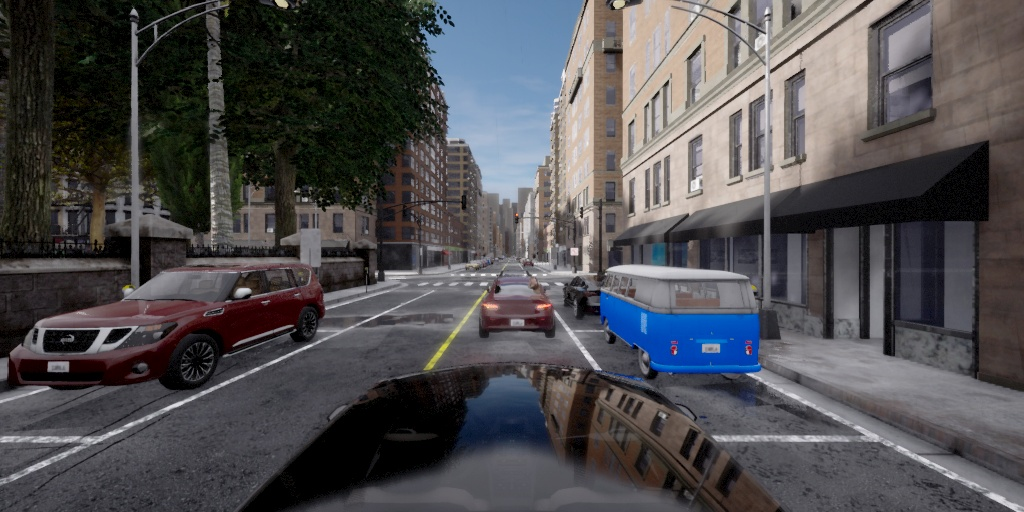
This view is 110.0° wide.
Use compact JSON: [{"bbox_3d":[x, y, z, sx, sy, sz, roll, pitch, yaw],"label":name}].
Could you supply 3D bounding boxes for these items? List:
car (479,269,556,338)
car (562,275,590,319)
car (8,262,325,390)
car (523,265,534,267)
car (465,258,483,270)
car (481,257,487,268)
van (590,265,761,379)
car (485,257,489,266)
[{"bbox_3d":[0.127,1.274,10.048,1.812,1.442,4.674,0,0,0],"label":"car"},{"bbox_3d":[2.886,1.313,12.667,1.948,1.339,4.313,0,0,0],"label":"car"},{"bbox_3d":[-5.654,1.064,6.989,2.192,1.841,5.009,0,0,0],"label":"car"},{"bbox_3d":[0.121,1.345,18.870,1.895,1.301,4.718,0,0,-1],"label":"car"},{"bbox_3d":[-5.539,1.248,50.508,1.751,1.417,4.829,0,0,0],"label":"car"},{"bbox_3d":[-5.524,1.271,56.128,2.007,1.370,4.403,0,0,0],"label":"car"},{"bbox_3d":[2.870,1.090,7.006,1.690,1.789,3.998,0,0,0],"label":"van"},{"bbox_3d":[-5.510,1.265,61.579,1.888,1.381,4.507,0,0,0],"label":"car"}]
